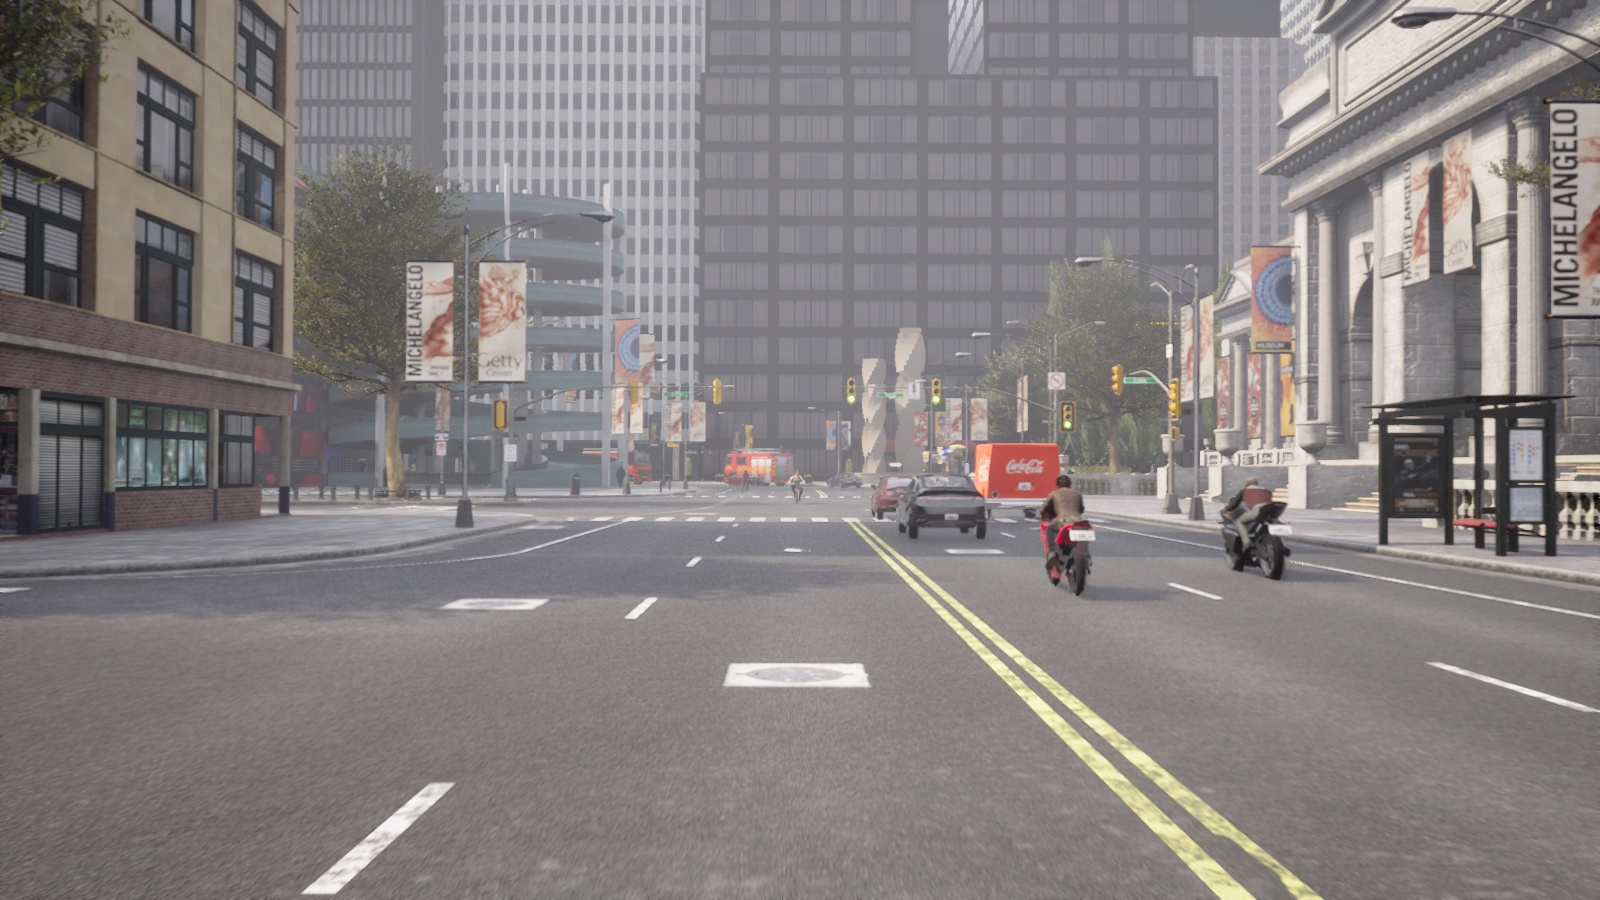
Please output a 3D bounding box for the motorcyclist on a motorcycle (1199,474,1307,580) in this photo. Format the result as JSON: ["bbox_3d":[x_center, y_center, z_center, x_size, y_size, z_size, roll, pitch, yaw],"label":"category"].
[{"bbox_3d":[6.953,1.147,19.398,0.866,1.530,2.191,0,-1,0],"label":"motorcyclist on a motorcycle"}]

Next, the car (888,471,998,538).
[{"bbox_3d":[3.426,1.275,30.933,2.128,1.511,4.902,0,-1,0],"label":"car"}]

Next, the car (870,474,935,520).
[{"bbox_3d":[3.398,1.536,42.364,1.812,1.442,4.674,0,-1,0],"label":"car"}]

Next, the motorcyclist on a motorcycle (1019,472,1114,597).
[{"bbox_3d":[3.460,1.059,16.498,0.797,1.523,2.044,0,-1,0],"label":"motorcyclist on a motorcycle"}]

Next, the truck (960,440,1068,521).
[{"bbox_3d":[6.899,0.990,41.190,2.627,2.467,5.204,0,-1,0],"label":"truck"}]
